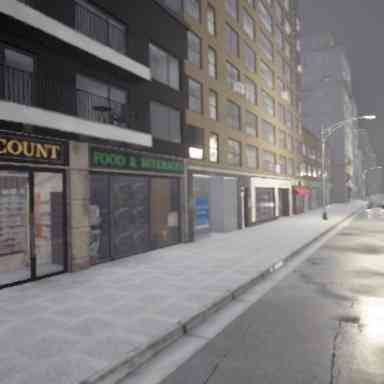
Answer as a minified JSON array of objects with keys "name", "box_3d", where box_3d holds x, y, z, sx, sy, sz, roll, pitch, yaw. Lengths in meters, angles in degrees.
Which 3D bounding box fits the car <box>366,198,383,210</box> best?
[{"name":"car","box_3d":[24.105,1.527,43.641,1.812,1.442,4.674,-2,-1,30]}]
